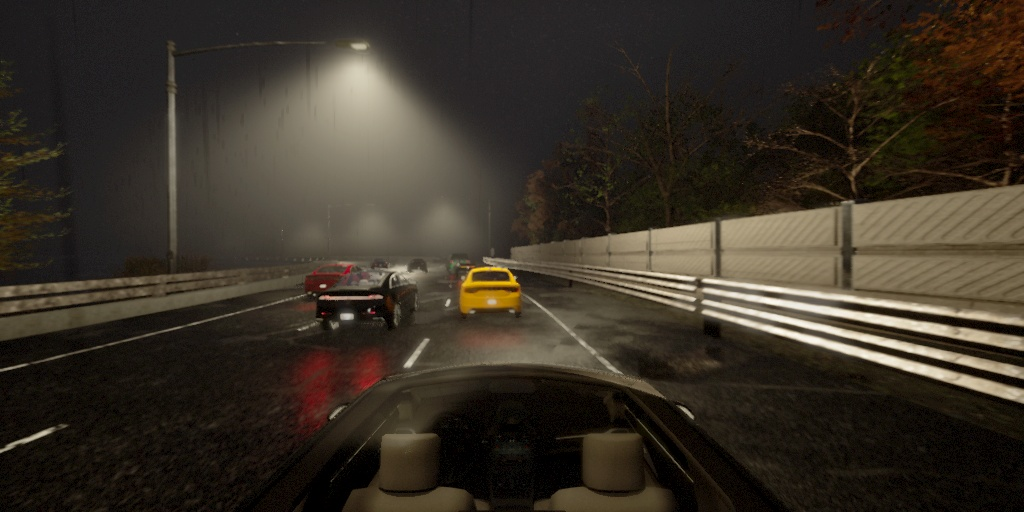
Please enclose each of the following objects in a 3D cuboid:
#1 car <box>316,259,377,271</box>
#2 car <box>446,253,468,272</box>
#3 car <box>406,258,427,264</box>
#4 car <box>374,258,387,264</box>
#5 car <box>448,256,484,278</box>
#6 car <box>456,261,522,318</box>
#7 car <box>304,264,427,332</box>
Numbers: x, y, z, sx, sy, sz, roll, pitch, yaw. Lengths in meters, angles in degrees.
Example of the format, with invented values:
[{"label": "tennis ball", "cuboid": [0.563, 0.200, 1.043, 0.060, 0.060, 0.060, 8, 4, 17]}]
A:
[{"label": "car", "cuboid": [-8.390, 1.117, 17.705, 1.882, 1.535, 5.008, 0, 0, -8]}, {"label": "car", "cuboid": [-5.498, 0.685, 36.615, 2.150, 2.045, 5.566, 0, 1, -13]}, {"label": "car", "cuboid": [-10.257, 0.966, 38.680, 1.837, 1.490, 4.892, 0, 0, -19]}, {"label": "car", "cuboid": [-16.971, 0.949, 45.720, 1.812, 1.442, 4.674, 0, 1, -25]}, {"label": "car", "cuboid": [-3.873, 1.009, 29.726, 2.128, 1.511, 4.902, 0, 1, -13]}, {"label": "car", "cuboid": [-0.787, 1.134, 12.666, 1.882, 1.535, 5.008, 0, 1, -5]}, {"label": "car", "cuboid": [-4.035, 1.177, 10.726, 2.128, 1.511, 4.902, 0, 1, -5]}]
